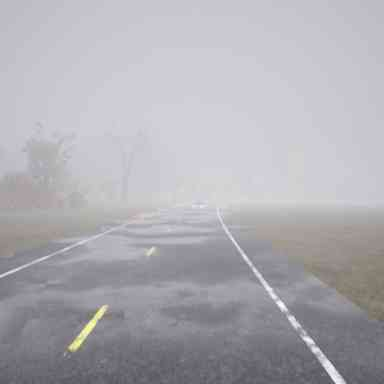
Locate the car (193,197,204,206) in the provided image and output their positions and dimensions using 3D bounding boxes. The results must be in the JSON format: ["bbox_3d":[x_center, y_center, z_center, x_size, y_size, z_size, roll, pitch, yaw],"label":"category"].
[{"bbox_3d":[1.265,1.804,63.448,1.837,1.490,4.892,0,0,6],"label":"car"}]

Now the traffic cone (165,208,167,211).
[{"bbox_3d":[-3.363,2.151,43.166,0.340,0.580,0.340,0,0,4],"label":"traffic cone"}]
